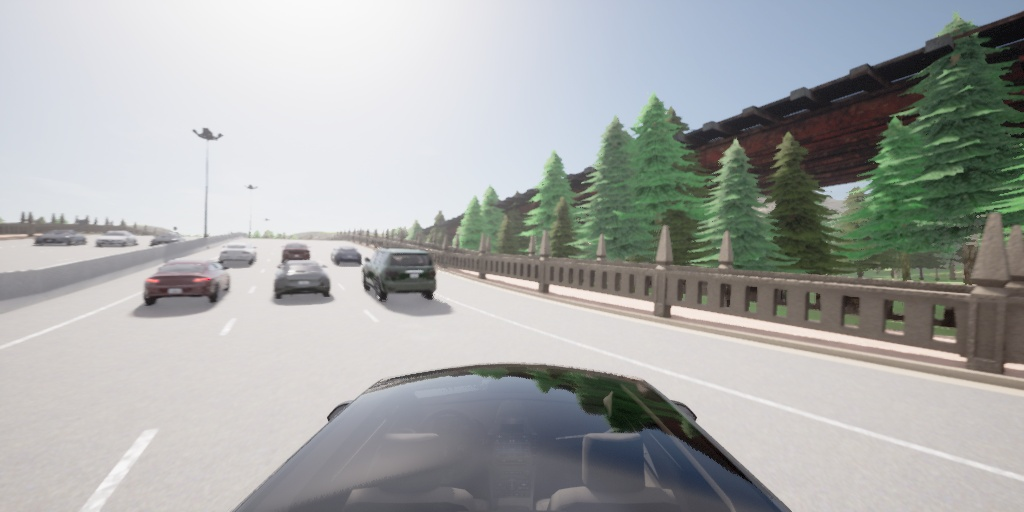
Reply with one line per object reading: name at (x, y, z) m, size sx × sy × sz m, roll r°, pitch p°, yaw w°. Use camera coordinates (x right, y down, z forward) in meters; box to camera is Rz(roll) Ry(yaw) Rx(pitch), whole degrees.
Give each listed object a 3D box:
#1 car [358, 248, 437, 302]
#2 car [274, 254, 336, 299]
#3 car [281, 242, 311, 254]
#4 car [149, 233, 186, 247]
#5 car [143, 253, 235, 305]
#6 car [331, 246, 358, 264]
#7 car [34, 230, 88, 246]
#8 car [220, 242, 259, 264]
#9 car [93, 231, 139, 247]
car at (-5.030, 0.673, 15.648) m, size 2.150 × 2.045 × 5.566 m, roll 1°, pitch 3°, yaw -31°
car at (-8.996, 0.870, 15.413) m, size 1.994 × 1.385 × 4.181 m, roll 1°, pitch 3°, yaw -32°
car at (-16.999, -0.353, 28.276) m, size 1.882 × 1.535 × 5.008 m, roll 1°, pitch 4°, yaw -32°
car at (-34.166, -1.564, 35.690) m, size 1.994 × 1.385 × 4.181 m, roll 1°, pitch 4°, yaw -32°
car at (-11.727, 0.823, 13.172) m, size 1.812 × 1.442 × 4.674 m, roll 1°, pitch 2°, yaw -32°
car at (-13.518, -0.155, 29.293) m, size 1.994 × 1.385 × 4.181 m, roll 1°, pitch 4°, yaw -32°
car at (-40.078, -1.631, 31.945) m, size 1.994 × 1.385 × 4.181 m, roll 1°, pitch 4°, yaw -32°
car at (-19.416, -0.259, 25.523) m, size 1.812 × 1.442 × 4.674 m, roll 1°, pitch 4°, yaw -32°
car at (-37.088, -1.630, 33.762) m, size 1.812 × 1.442 × 4.674 m, roll 1°, pitch 4°, yaw -32°
